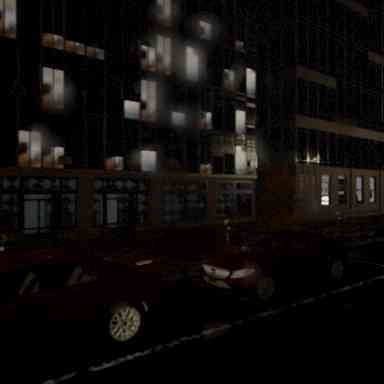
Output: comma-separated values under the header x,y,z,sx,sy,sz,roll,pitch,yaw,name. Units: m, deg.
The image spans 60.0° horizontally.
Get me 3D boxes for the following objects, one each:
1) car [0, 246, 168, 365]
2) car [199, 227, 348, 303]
x,y,z,sx,sy,sz,roll,pitch,yaw,name
-2.507,1.542,4.769,4.507,1.381,1.887,0,0,-36,car
2.128,1.548,8.077,4.206,1.307,1.802,0,0,-36,car
